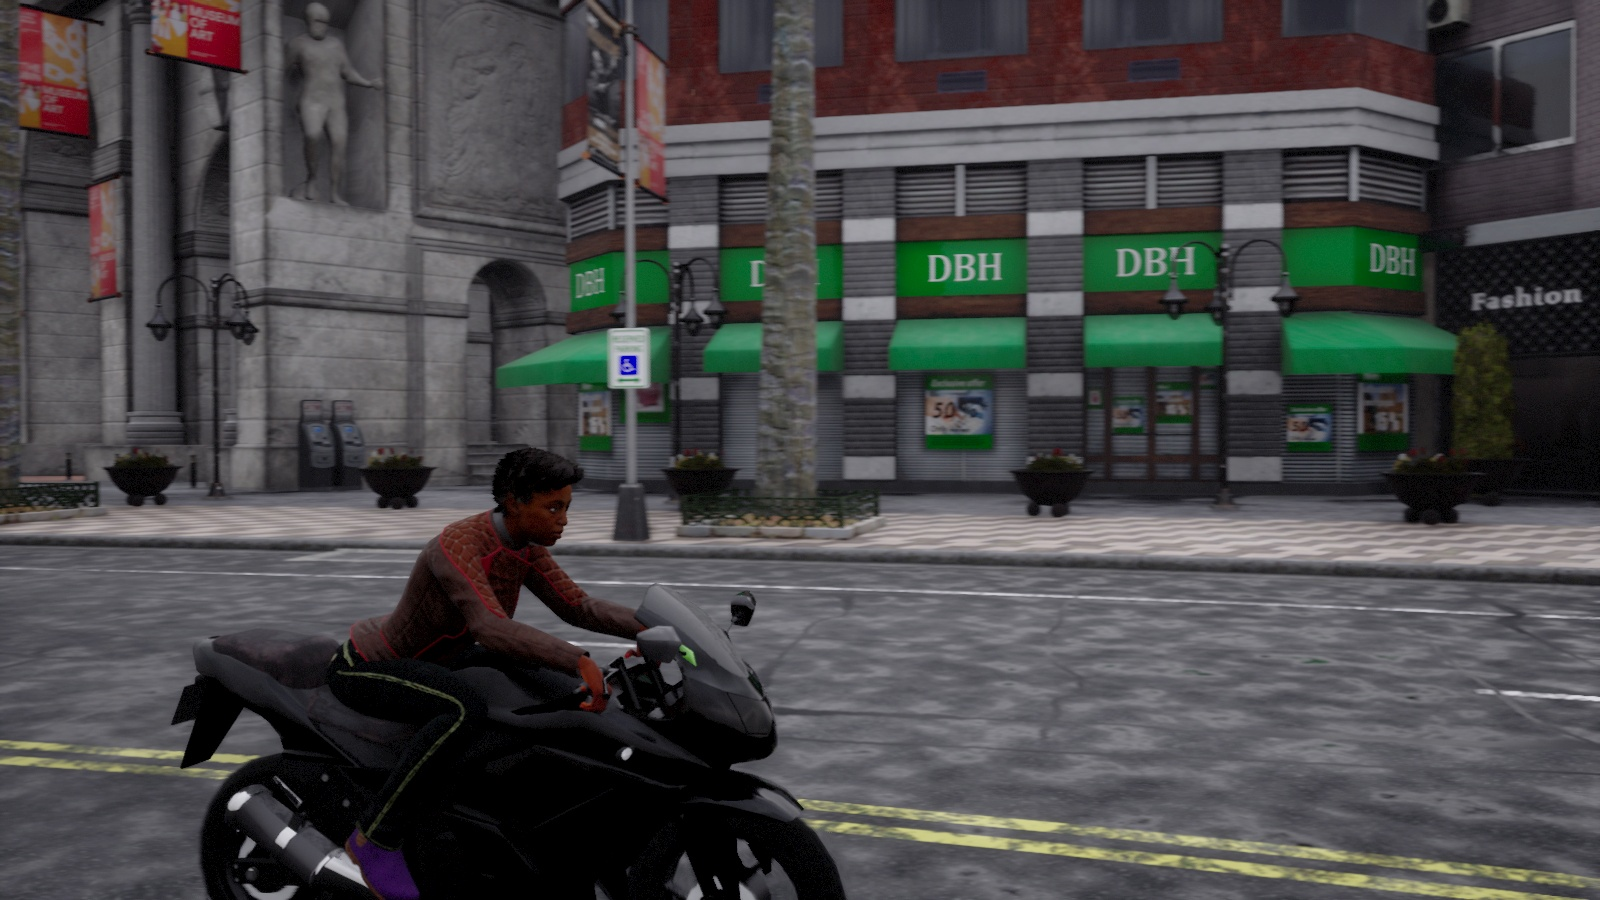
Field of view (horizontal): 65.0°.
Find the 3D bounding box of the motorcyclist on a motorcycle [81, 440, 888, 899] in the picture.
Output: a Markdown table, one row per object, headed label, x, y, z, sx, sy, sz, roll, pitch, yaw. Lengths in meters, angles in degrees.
| label | x | y | z | sx | sy | sz | roll | pitch | yaw |
| --- | --- | --- | --- | --- | --- | --- | --- | --- | --- |
| motorcyclist on a motorcycle | -0.845 | 0.746 | 3.493 | 2.044 | 1.523 | 0.797 | 0 | 1 | 16 |
